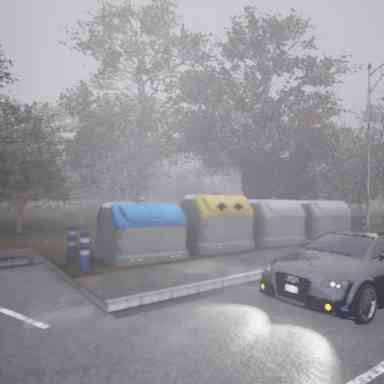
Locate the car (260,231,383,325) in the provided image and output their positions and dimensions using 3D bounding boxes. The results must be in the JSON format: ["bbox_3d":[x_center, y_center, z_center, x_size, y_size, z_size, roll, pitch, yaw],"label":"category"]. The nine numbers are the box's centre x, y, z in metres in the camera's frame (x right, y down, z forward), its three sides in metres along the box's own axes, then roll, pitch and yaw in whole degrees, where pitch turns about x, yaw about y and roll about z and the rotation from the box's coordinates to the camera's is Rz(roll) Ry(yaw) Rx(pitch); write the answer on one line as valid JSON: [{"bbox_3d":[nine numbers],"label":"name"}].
[{"bbox_3d":[3.436,1.564,7.144,4.181,1.385,1.994,0,0,-35],"label":"car"}]
